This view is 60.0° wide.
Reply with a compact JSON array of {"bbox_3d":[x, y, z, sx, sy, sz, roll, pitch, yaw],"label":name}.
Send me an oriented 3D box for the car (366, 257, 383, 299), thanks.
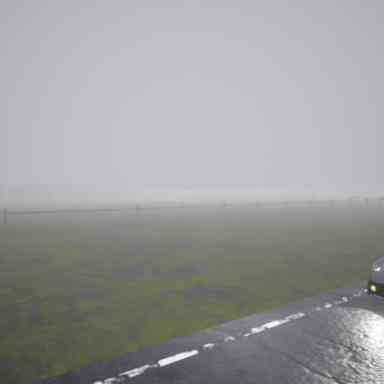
[{"bbox_3d":[5.522,1.530,6.976,4.181,1.385,1.994,0,0,-35],"label":"car"}]
